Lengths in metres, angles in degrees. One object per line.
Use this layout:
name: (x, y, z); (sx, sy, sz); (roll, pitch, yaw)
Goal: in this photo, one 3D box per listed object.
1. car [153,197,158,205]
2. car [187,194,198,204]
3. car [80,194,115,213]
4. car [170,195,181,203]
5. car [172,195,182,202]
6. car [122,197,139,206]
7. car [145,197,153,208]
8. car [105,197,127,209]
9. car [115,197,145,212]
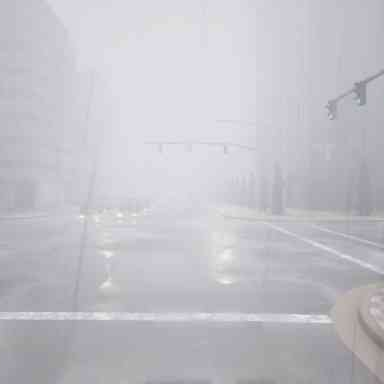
car: (-7.000, 1.564, 56.987); (1.994, 1.385, 4.181); (0, 0, 0)
car: (0.097, 1.547, 66.143); (2.033, 1.411, 5.357); (0, 0, 0)
car: (-10.545, 1.221, 36.780); (2.150, 2.045, 5.566); (0, 0, 0)
car: (-3.402, 1.505, 66.718); (1.837, 1.490, 4.892); (0, 0, 0)
car: (-3.388, 1.494, 76.045); (2.128, 1.511, 4.902); (0, 0, 0)
car: (-10.501, 1.547, 57.529); (2.033, 1.411, 5.357); (0, 0, -1)
car: (-7.026, 1.526, 47.107); (1.812, 1.442, 4.674); (0, 0, 0)
car: (-10.530, 1.477, 46.481); (1.882, 1.535, 5.008); (0, 0, 0)
car: (-7.044, 1.352, 38.123); (2.097, 1.767, 4.553); (0, 0, 0)
